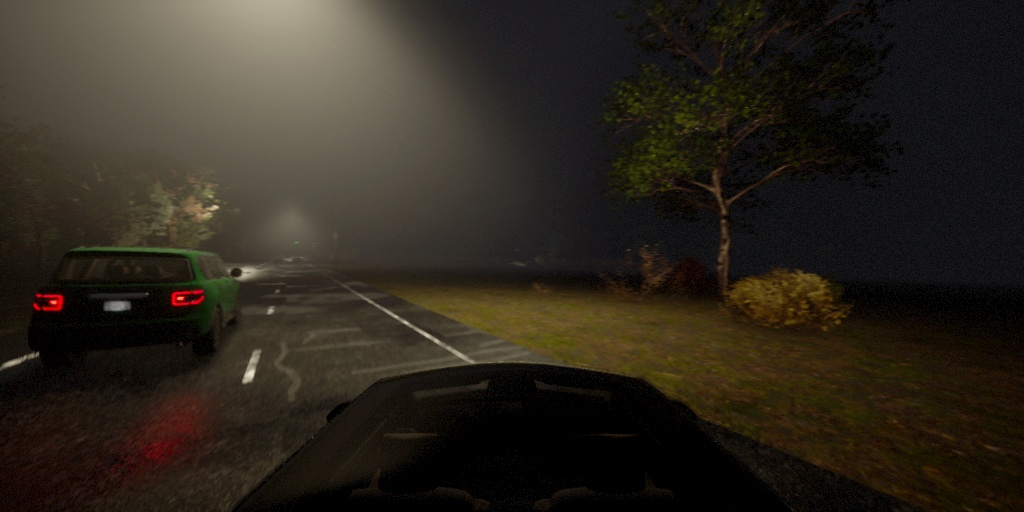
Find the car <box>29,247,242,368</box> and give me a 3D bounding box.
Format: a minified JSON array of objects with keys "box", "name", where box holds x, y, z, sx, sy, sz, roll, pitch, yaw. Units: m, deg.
[{"box":[-7.537,0.853,7.858,2.150,2.045,5.566,1,0,-32],"name":"car"}]
